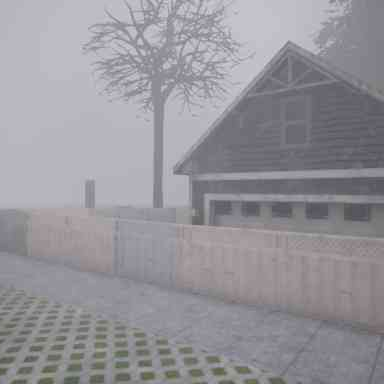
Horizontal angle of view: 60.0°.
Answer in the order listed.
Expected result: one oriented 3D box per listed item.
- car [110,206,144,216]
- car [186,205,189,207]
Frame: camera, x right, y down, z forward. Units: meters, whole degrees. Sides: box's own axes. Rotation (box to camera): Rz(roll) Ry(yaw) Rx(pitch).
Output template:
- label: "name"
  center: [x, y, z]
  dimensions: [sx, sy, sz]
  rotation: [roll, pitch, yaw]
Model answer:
- label: "car"
  center: [-6.419, 1.894, 28.953]
  dimensions: [1.895, 1.301, 4.718]
  rotation: [0, -1, 35]
- label: "car"
  center: [0.673, 1.943, 39.011]
  dimensions: [1.882, 1.535, 5.008]
  rotation: [0, -1, 35]
